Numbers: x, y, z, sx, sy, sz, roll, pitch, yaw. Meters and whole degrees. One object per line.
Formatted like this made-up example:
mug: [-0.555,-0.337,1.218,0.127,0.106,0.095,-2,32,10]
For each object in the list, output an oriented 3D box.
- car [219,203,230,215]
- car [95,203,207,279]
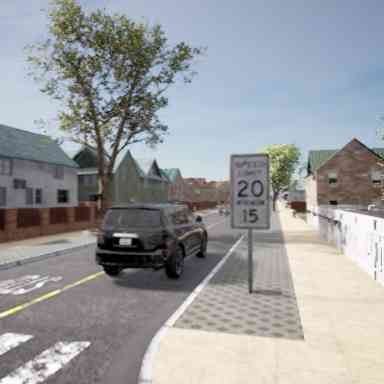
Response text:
car: [4.885,2.333,45.617,2.128,1.511,4.902,0,-1,14]
car: [-1.006,1.377,10.847,2.150,2.045,5.566,0,-1,14]
